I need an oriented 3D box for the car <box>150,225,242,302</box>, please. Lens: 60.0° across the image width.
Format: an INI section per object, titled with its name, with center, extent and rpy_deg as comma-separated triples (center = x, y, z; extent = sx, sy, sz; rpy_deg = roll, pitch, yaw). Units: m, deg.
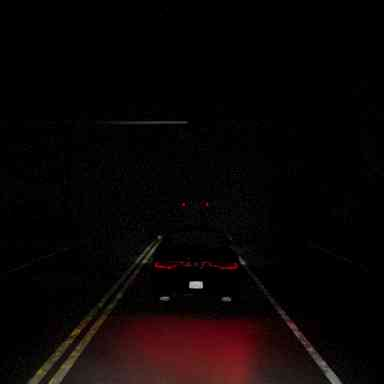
[car]
center = 0.081, 1.594, 8.598
extent = 1.882, 1.535, 5.008
rpy_deg = 1, -1, 0
